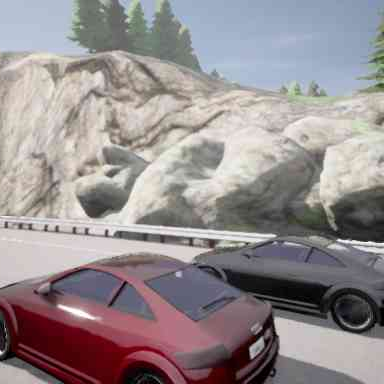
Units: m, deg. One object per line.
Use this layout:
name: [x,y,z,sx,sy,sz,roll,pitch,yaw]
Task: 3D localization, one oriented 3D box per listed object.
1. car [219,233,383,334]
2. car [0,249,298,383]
car: [1.895,1.547,6.781,4.181,1.385,1.994,0,0,34]
car: [-0.993,1.553,4.524,4.181,1.385,1.994,0,0,34]
